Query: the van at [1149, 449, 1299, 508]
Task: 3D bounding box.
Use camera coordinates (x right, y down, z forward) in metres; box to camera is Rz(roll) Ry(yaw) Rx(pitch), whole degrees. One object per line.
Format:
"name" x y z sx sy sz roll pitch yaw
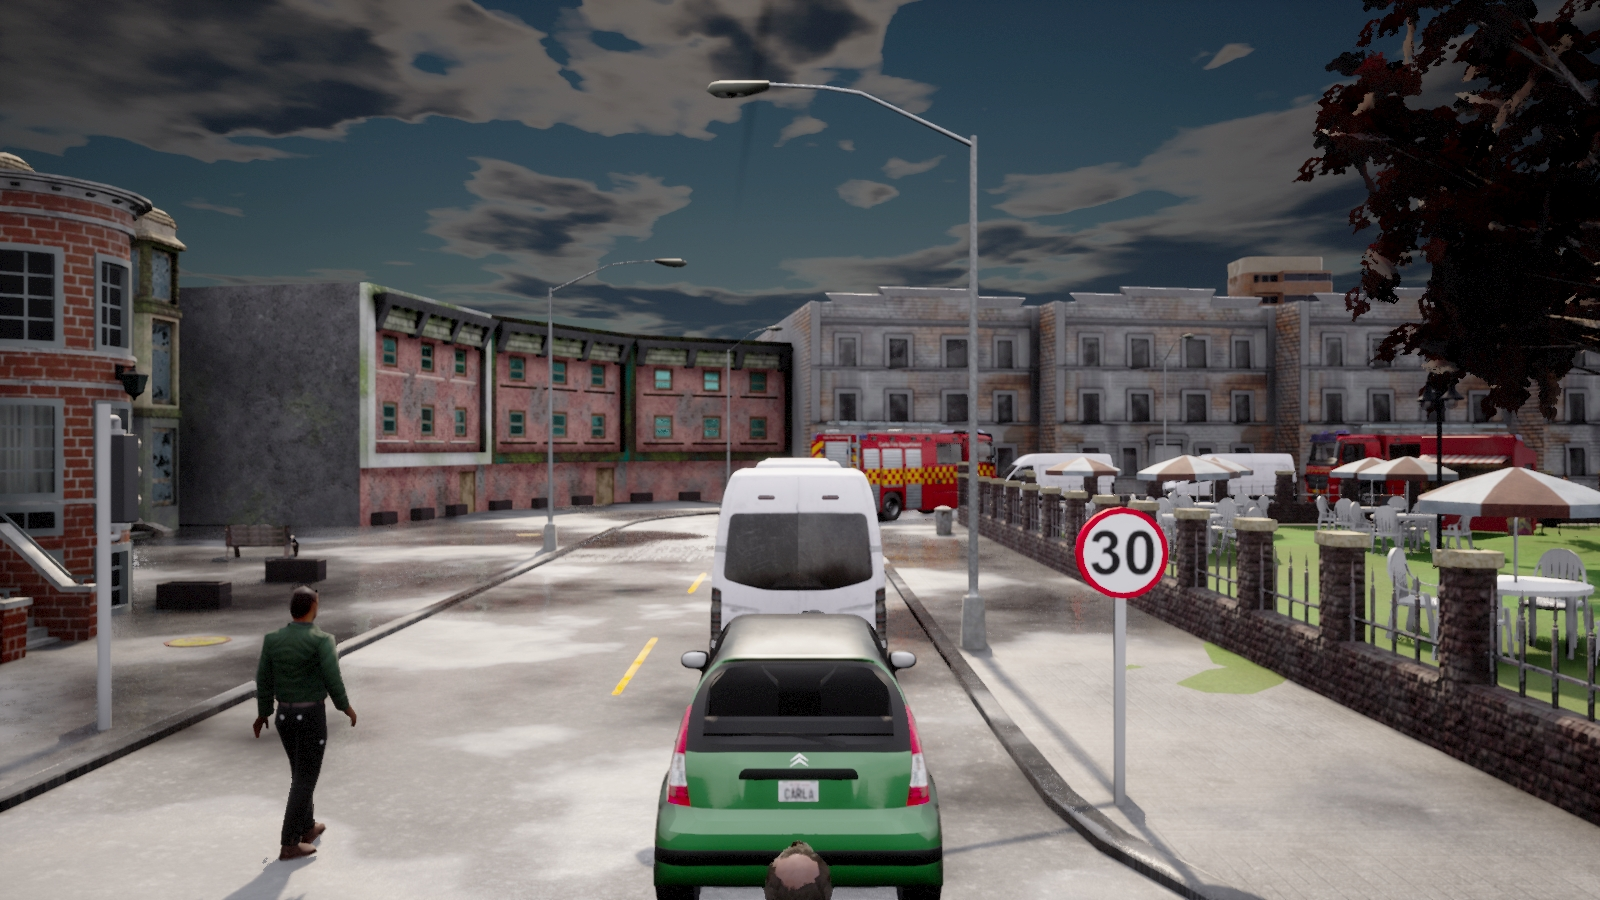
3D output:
"van" 18.656 1.217 50.450 5.915 2.561 1.988 0 0 0

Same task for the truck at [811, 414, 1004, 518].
"truck" 4.502 0.582 46.244 8.468 3.827 2.891 0 0 -43

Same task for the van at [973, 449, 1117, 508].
"van" 10.768 1.217 50.428 5.915 2.561 1.988 0 0 0

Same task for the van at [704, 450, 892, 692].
"van" -0.025 1.284 15.103 1.988 2.561 5.915 0 0 0

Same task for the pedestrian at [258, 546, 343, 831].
"pedestrian" -3.424 1.611 7.843 0.375 1.860 0.375 0 0 15

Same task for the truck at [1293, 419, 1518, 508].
"truck" 26.739 0.573 50.710 8.468 3.827 2.891 0 0 0

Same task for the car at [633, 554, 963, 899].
"car" -0.015 1.761 8.403 1.851 1.617 3.988 0 0 0
